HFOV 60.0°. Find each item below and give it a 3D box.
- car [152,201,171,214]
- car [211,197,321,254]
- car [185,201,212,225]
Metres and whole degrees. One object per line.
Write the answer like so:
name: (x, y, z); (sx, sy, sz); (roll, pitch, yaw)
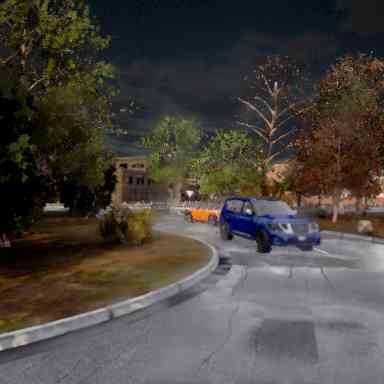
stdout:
car: (-3.525, 1.713, 37.786); (1.994, 1.385, 4.181); (1, 0, -2)
car: (3.016, 1.278, 14.285); (2.150, 2.045, 5.566); (2, -1, -18)
car: (1.388, 1.462, 24.164); (2.097, 1.767, 4.553); (1, -1, -32)
